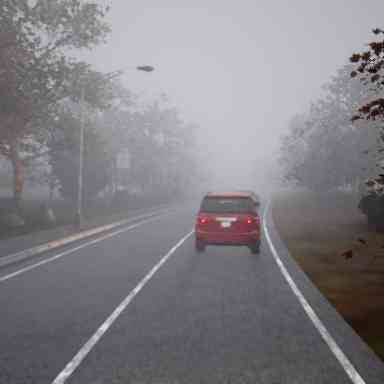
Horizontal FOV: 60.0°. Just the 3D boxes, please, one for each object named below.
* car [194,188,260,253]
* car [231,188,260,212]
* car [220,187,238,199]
[{"bbox_3d":[1.429,0.987,12.848,2.150,2.045,5.566,0,2,8],"label":"car"},{"bbox_3d":[4.674,0.586,28.629,2.097,1.767,4.553,0,2,14],"label":"car"},{"bbox_3d":[5.345,0.137,47.435,2.128,1.511,4.902,0,2,12],"label":"car"}]
